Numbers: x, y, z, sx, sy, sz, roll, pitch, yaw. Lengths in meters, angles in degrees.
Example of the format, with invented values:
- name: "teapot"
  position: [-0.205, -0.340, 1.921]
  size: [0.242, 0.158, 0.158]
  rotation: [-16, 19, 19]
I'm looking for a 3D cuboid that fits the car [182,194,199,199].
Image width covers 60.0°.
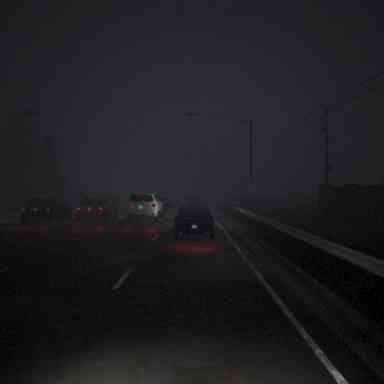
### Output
- name: "car"
  position: [0.101, 1.296, 36.243]
  size: [2.033, 1.411, 5.357]
  rotation: [0, 0, 0]

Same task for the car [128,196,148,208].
- name: "car"
  position: [-6.913, 1.228, 42.777]
  size: [1.812, 1.442, 4.674]
  rotation: [0, 0, 0]

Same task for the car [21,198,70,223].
- name: "car"
  position: [-10.400, 1.183, 24.187]
  size: [2.097, 1.767, 4.553]
  rotation: [0, 0, 0]

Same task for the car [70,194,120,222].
- name: "car"
  position: [-6.900, 1.181, 24.489]
  size: [2.097, 1.767, 4.553]
  rotation: [0, 0, 0]

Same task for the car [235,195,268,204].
- name: "car"
  position: [9.322, 1.185, 52.250]
  size: [5.357, 1.411, 2.033]
  rotation: [0, 1, 44]

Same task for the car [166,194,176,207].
- name: "car"
  position: [-3.399, 1.268, 42.610]
  size: [1.994, 1.385, 4.181]
  rotation: [0, 0, 0]

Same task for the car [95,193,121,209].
- name: "car"
  position: [-10.399, 1.063, 41.432]
  size: [2.097, 1.767, 4.553]
  rotation: [0, 0, 0]

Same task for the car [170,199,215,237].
- name: "car"
  position: [0.101, 1.358, 17.146]
  size: [1.882, 1.535, 5.008]
  rotation: [0, 0, 0]

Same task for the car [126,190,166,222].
- name: "car"
  position: [-3.398, 1.049, 24.697]
  size: [2.150, 2.045, 5.566]
  rotation: [0, 0, 0]
